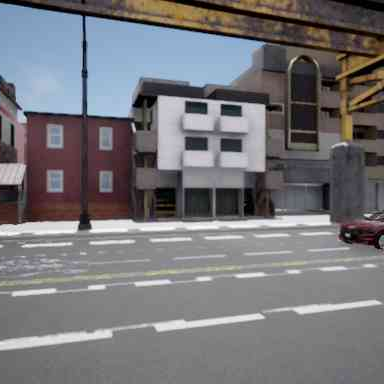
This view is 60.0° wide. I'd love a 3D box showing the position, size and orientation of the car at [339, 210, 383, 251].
[{"bbox_3d":[8.602,1.476,13.981,5.008,1.535,1.882,0,0,-17],"label":"car"}]
